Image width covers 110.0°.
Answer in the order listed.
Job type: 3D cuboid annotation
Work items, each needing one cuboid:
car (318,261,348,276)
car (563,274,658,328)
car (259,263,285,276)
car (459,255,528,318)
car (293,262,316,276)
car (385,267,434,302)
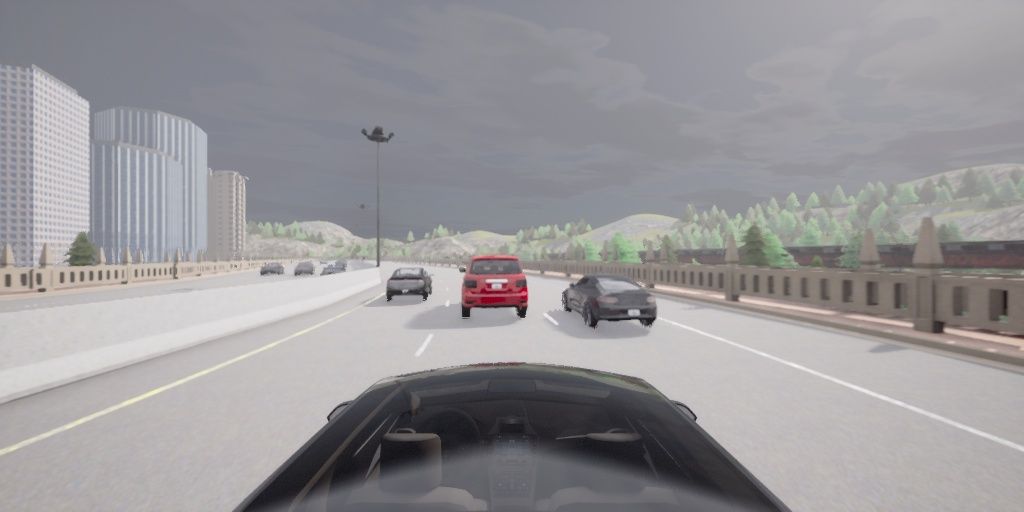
[{"bbox_3d":[-16.789,1.470,34.041,1.994,1.385,4.181,0,0,-21],"label":"car"},{"bbox_3d":[2.922,1.290,11.448,1.812,1.442,4.674,0,0,-5],"label":"car"},{"bbox_3d":[-27.457,1.517,41.258,2.033,1.411,5.357,0,0,-25],"label":"car"},{"bbox_3d":[-0.775,1.007,13.421,2.150,2.045,5.566,0,0,-7],"label":"car"},{"bbox_3d":[-23.005,1.451,39.956,1.837,1.490,4.892,0,0,-25],"label":"car"},{"bbox_3d":[-4.974,1.306,17.746,2.128,1.511,4.902,0,0,-9],"label":"car"}]
